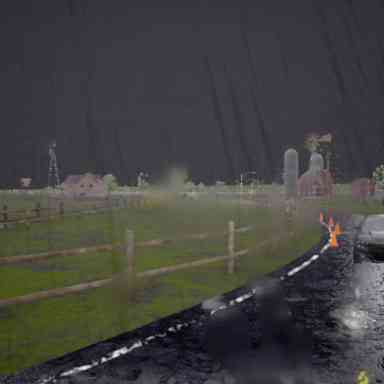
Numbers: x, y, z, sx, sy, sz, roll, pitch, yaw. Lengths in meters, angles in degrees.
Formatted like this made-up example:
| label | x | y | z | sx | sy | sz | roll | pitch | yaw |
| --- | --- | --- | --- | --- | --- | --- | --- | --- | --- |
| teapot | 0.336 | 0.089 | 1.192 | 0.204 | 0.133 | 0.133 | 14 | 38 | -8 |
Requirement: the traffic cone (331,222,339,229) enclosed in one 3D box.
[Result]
| label | x | y | z | sx | sy | sz | roll | pitch | yaw |
| --- | --- | --- | --- | --- | --- | --- | --- | --- | --- |
| traffic cone | 8.253 | 2.076 | 18.907 | 0.340 | 0.580 | 0.340 | 0 | 0 | 22 |

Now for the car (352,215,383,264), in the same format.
| label | x | y | z | sx | sy | sz | roll | pitch | yaw |
| --- | --- | --- | --- | --- | --- | --- | --- | --- | --- |
| car | 6.857 | 1.558 | 11.721 | 1.882 | 1.535 | 5.008 | 0 | 0 | 29 |

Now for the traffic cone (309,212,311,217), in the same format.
| label | x | y | z | sx | sy | sz | roll | pitch | yaw |
| --- | --- | --- | --- | --- | --- | --- | --- | --- | --- |
| traffic cone | 11.522 | 2.129 | 32.732 | 0.340 | 0.580 | 0.340 | 0 | 0 | 5 |

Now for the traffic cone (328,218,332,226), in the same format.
| label | x | y | z | sx | sy | sz | roll | pitch | yaw |
| --- | --- | --- | --- | --- | --- | --- | --- | --- | --- |
| traffic cone | 9.801 | 2.097 | 23.399 | 0.340 | 0.580 | 0.340 | 0 | 0 | 16 |

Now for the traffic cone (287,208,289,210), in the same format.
| label | x | y | z | sx | sy | sz | roll | pitch | yaw |
| --- | --- | --- | --- | --- | --- | --- | --- | --- | --- |
| traffic cone | 12.329 | 2.141 | 42.694 | 0.340 | 0.580 | 0.340 | 0 | 0 | 5 |

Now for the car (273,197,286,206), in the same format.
| label | x | y | z | sx | sy | sz | roll | pitch | yaw |
| --- | --- | --- | --- | --- | --- | --- | --- | --- | --- |
| car | 15.843 | 1.670 | 60.686 | 2.128 | 1.511 | 4.902 | 0 | 0 | 4 |

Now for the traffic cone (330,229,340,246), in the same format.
| label | x | y | z | sx | sy | sz | roll | pitch | yaw |
| --- | --- | --- | --- | --- | --- | --- | --- | --- | --- |
| traffic cone | 6.243 | 2.051 | 14.633 | 0.340 | 0.580 | 0.340 | 0 | 0 | 29 |
